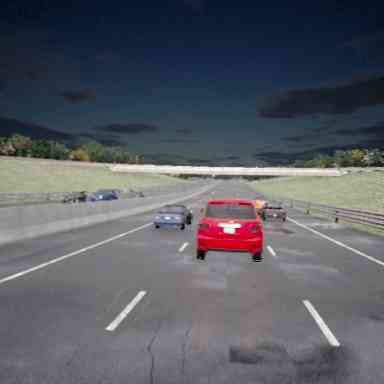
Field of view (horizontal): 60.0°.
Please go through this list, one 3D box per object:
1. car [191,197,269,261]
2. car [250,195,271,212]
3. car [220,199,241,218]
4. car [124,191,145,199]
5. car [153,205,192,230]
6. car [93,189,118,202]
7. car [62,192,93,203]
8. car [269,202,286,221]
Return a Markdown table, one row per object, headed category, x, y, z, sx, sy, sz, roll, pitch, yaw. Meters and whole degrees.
| category | x | y | z | sx | sy | sz | roll | pitch | yaw |
| --- | --- | --- | --- | --- | --- | --- | --- | --- | --- |
| car | 1.447 | 1.259 | 12.712 | 2.150 | 2.045 | 5.566 | 2 | 0 | 7 |
| car | 8.167 | 1.321 | 40.147 | 2.097 | 1.767 | 4.553 | 2 | 1 | 7 |
| car | 3.674 | 1.517 | 31.447 | 1.812 | 1.442 | 4.674 | 2 | 1 | 7 |
| car | -8.446 | 0.721 | 49.405 | 2.097 | 1.767 | 4.553 | 2 | 1 | 7 |
| car | -1.080 | 1.502 | 21.134 | 2.033 | 1.411 | 5.357 | 2 | 0 | 7 |
| car | -12.275 | 0.558 | 46.900 | 2.150 | 2.045 | 5.566 | 2 | 1 | 7 |
| car | -15.947 | 0.775 | 45.720 | 1.837 | 1.490 | 4.892 | 2 | 1 | 7 |
| car | 6.769 | 1.597 | 28.251 | 2.128 | 1.511 | 4.902 | 2 | 1 | 7 |
